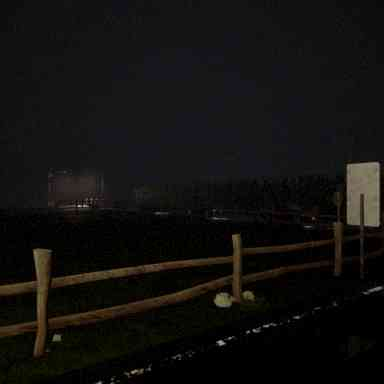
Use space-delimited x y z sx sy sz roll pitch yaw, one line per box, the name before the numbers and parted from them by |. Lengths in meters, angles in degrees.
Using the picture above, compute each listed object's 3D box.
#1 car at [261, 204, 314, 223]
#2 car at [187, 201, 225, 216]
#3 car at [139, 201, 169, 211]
car | 7.414 1.653 25.884 1.812 1.442 4.674 0 0 -35
car | 1.411 1.715 34.330 1.837 1.490 4.892 0 0 -35
car | -5.095 1.852 43.472 2.033 1.411 5.357 0 0 -35
